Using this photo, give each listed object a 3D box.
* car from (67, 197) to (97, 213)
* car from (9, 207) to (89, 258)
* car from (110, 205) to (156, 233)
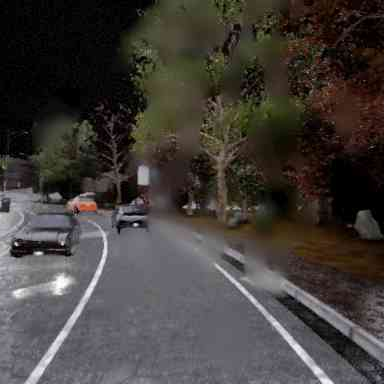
[{"bbox_3d":[-11.701,1.280,35.307,2.097,1.767,4.553,3,-1,-34],"label":"car"},{"bbox_3d":[-5.386,1.519,12.954,2.033,1.411,5.357,1,0,-14],"label":"car"},{"bbox_3d":[-3.764,1.519,19.898,2.128,1.511,4.902,2,-1,-19],"label":"car"}]
